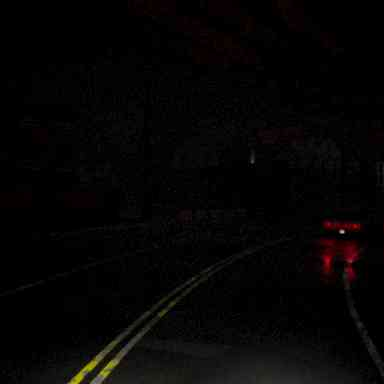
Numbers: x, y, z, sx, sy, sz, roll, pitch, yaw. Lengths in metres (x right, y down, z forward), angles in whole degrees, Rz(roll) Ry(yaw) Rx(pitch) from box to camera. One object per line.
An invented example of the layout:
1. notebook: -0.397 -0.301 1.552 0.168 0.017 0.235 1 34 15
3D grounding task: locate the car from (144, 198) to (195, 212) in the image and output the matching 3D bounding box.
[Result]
1. car: -2.193 1.273 32.480 4.536 1.218 1.853 1 0 16

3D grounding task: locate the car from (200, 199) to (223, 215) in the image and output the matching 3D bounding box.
1. car: 1.529 1.468 33.114 2.038 1.542 4.974 1 0 -14

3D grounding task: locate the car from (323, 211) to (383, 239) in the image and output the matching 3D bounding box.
1. car: 8.971 1.691 18.089 1.895 1.301 4.718 1 0 43

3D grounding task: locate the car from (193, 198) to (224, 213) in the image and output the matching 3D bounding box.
1. car: 1.518 1.310 33.164 1.853 1.218 4.536 1 0 -14

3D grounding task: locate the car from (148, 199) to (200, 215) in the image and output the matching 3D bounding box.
1. car: -2.145 1.431 32.466 4.974 1.542 2.038 1 0 16

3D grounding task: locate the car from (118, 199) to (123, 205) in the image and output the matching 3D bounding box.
1. car: -12.989 1.323 49.394 4.974 1.542 2.038 1 0 11
